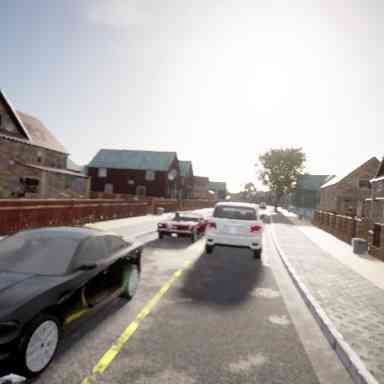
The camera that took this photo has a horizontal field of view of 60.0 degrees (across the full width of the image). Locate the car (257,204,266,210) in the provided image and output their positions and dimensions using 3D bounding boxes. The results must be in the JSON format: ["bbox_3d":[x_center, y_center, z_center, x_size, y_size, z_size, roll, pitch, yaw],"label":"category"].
[{"bbox_3d":[17.267,3.586,82.296,1.895,1.301,4.718,4,-1,13],"label":"car"}]

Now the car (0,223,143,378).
[{"bbox_3d":[-2.346,1.360,5.685,1.882,1.535,5.008,4,0,10],"label":"car"}]

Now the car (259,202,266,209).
[{"bbox_3d":[19.576,3.695,92.298,1.882,1.535,5.008,4,-1,13],"label":"car"}]

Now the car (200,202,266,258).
[{"bbox_3d":[1.958,1.478,14.539,2.150,2.045,5.566,4,-1,11],"label":"car"}]

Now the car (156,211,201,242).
[{"bbox_3d":[-0.375,1.719,17.488,1.895,1.301,4.718,4,0,11],"label":"car"}]

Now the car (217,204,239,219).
[{"bbox_3d":[4.112,2.140,37.450,1.812,1.442,4.674,4,-1,13],"label":"car"}]
